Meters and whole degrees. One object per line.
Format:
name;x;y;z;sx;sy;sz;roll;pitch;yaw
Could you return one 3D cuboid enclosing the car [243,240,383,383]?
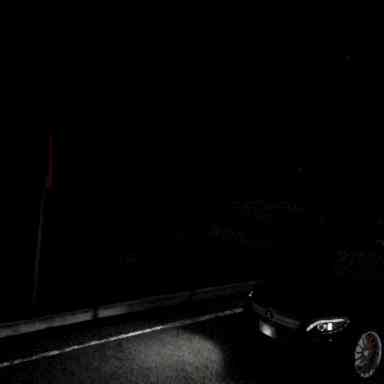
car;3.041;1.568;5.479;4.674;1.442;1.812;1;-1;-28
